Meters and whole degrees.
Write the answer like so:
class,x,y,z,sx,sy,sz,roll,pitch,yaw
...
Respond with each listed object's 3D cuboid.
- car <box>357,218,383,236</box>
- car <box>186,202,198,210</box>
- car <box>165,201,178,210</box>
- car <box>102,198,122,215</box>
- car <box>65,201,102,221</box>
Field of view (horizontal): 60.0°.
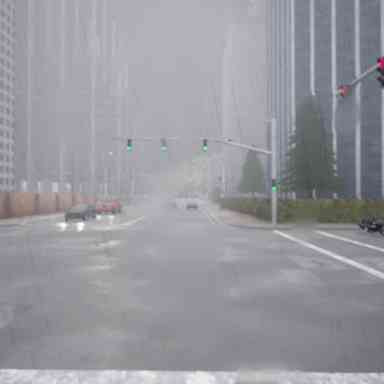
class,x,y,z,sx,sy,sz,roll,pitch,yaw
car,12.130,1.797,18.968,4.718,1.301,1.895,0,-1,0
car,0.002,2.339,56.162,1.895,1.301,4.718,0,-1,0
car,-3.498,2.242,56.133,1.837,1.490,4.892,0,-1,0
car,-10.591,1.787,42.913,2.150,2.045,5.566,0,-1,0
car,-10.598,1.899,32.063,1.882,1.535,5.008,0,-1,0
